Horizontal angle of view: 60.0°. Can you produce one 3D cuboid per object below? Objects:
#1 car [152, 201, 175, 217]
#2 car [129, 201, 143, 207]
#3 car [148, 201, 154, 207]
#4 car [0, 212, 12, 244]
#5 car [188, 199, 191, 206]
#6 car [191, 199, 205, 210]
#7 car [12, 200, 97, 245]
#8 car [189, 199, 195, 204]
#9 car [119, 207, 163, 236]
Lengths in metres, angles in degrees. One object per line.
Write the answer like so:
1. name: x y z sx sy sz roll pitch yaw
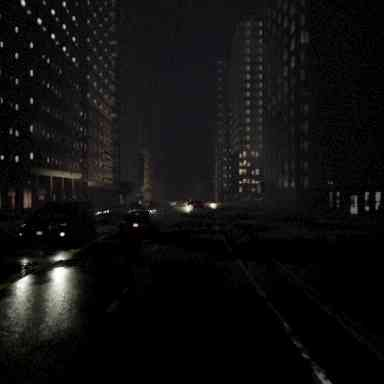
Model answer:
1. car: -3.139 2.060 38.616 1.812 1.442 4.674 0 -1 0
2. car: -9.773 2.296 58.024 2.128 1.511 4.902 0 -1 1
3. car: -6.523 2.296 58.023 2.128 1.511 4.902 0 -1 1
4. car: -9.844 1.761 16.945 1.812 1.442 4.674 0 -1 0
5. car: 0.022 2.451 76.527 2.128 1.511 4.902 0 -1 0
6. car: 1.154 2.312 58.233 1.837 1.490 4.892 0 -1 0
7. car: -6.596 1.460 17.143 2.150 2.045 5.566 0 -1 0
8. car: 0.026 2.612 93.606 1.837 1.490 4.892 0 -1 0
9. car: -3.144 1.849 20.535 1.994 1.385 4.181 0 -1 0
